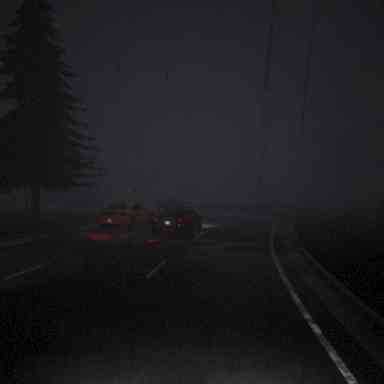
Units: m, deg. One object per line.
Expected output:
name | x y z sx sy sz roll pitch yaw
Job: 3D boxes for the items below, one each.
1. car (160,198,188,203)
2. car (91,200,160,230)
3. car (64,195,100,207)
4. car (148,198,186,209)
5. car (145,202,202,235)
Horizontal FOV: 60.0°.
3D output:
car | -1.945 1.369 35.821 2.033 1.411 5.357 0 0 -37
car | -3.851 1.370 20.294 1.882 1.535 5.008 0 0 13
car | -15.043 1.248 45.772 4.892 1.490 1.837 0 0 -5
car | -3.104 1.393 41.395 4.718 1.301 1.895 0 0 40
car | -0.737 1.473 18.236 1.994 1.385 4.181 0 0 13
